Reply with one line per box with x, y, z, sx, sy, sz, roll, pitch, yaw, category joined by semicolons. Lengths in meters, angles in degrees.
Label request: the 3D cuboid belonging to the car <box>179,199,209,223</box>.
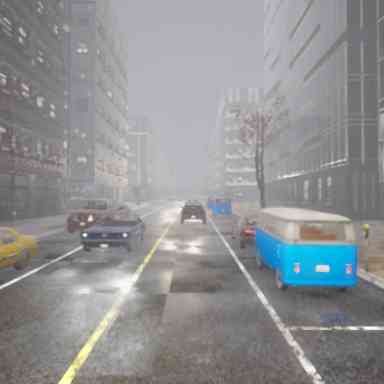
0.097;1.525;25.765;1.837;1.490;4.892;0;-1;0;car

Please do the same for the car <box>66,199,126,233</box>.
-5.673;1.332;19.722;2.192;1.841;5.009;1;0;0;car

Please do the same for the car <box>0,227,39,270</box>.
-5.675;1.533;8.529;1.752;1.417;4.829;1;0;0;car

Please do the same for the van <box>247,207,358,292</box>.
2.708;1.349;8.726;1.690;1.788;3.998;1;0;0;van

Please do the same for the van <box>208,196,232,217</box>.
2.704;1.368;30.757;1.690;1.788;3.998;1;0;0;van

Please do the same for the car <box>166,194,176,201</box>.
-5.691;1.660;85.241;1.802;1.307;4.206;1;0;0;car

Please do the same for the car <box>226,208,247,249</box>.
2.702;1.595;14.233;1.802;1.307;4.206;1;0;0;car

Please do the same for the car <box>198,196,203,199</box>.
0.093;1.584;42.322;2.033;1.411;5.357;0;0;0;car

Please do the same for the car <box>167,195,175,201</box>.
-5.691;1.609;90.755;1.752;1.417;4.829;1;0;0;car

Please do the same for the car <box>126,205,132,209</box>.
-5.679;1.566;25.233;1.887;1.381;4.507;1;0;0;car

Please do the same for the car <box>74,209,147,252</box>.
-3.101;1.613;14.004;1.895;1.301;4.718;0;0;0;car

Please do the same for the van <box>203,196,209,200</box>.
2.701;1.378;41.774;1.690;1.788;3.998;1;0;0;van
